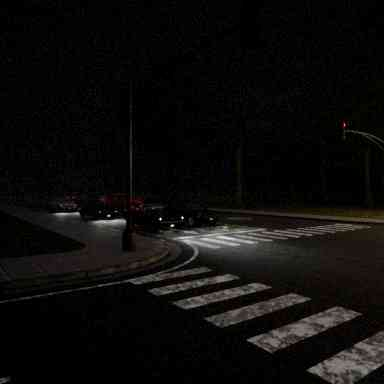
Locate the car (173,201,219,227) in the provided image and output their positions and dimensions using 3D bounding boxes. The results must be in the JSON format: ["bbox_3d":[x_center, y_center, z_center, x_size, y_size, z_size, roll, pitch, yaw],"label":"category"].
[{"bbox_3d":[-0.219,1.410,22.818,1.882,1.535,5.008,0,0,-35],"label":"car"}]

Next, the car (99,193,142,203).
[{"bbox_3d":[-6.460,1.116,31.410,2.150,2.045,5.566,0,0,-36],"label":"car"}]

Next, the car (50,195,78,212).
[{"bbox_3d":[-14.076,1.400,36.377,1.812,1.442,4.674,0,0,-36],"label":"car"}]

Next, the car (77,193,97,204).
[{"bbox_3d":[-18.779,1.163,59.593,2.097,1.767,4.553,0,0,-36],"label":"car"}]

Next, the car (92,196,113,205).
[{"bbox_3d":[-14.570,1.349,53.840,1.812,1.442,4.674,0,0,-36],"label":"car"}]

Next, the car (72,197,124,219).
[{"bbox_3d":[-8.035,1.454,28.051,2.033,1.411,5.357,0,0,-36],"label":"car"}]

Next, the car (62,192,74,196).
[{"bbox_3d":[-21.443,1.038,57.730,2.150,2.045,5.566,0,0,-36],"label":"car"}]

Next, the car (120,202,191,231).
[{"bbox_3d":[-2.369,1.542,20.242,1.895,1.301,4.718,0,0,-36],"label":"car"}]

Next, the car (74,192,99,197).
[{"bbox_3d":[-15.626,1.186,49.813,2.097,1.767,4.553,0,0,-35],"label":"car"}]
